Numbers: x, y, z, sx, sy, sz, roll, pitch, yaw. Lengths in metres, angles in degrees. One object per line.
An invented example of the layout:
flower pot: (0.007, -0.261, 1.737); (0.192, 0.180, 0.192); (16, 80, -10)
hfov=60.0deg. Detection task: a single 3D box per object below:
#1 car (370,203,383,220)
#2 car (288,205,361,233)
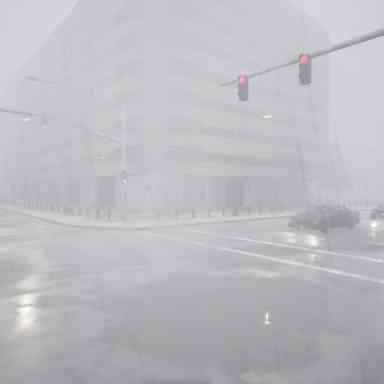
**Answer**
car: (15.450, 1.455, 25.575); (4.181, 1.385, 1.994); (0, 1, -40)
car: (7.815, 1.462, 19.240); (5.357, 1.411, 2.033); (0, 1, -40)
